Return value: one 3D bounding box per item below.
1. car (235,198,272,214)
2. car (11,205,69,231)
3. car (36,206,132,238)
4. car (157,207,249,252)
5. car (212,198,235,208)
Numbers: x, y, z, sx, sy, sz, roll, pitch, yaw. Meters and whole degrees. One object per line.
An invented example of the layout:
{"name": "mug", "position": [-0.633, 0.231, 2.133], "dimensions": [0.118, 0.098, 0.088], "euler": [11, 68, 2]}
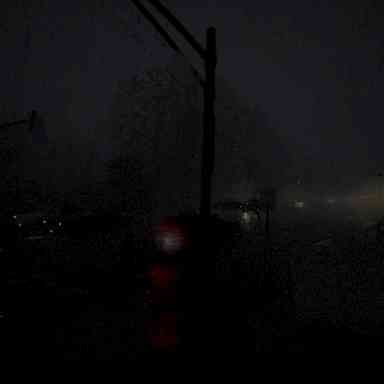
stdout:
{"name": "car", "position": [6.719, 1.399, 34.203], "dimensions": [1.837, 1.490, 4.892], "euler": [2, 2, 38]}
{"name": "car", "position": [-8.217, 1.507, 20.207], "dimensions": [1.895, 1.301, 4.718], "euler": [2, 2, 38]}
{"name": "car", "position": [-5.643, 1.609, 18.225], "dimensions": [1.895, 1.301, 4.718], "euler": [2, 2, 38]}
{"name": "car", "position": [0.506, 1.723, 15.390], "dimensions": [1.837, 1.490, 4.892], "euler": [2, 2, 38]}
{"name": "car", "position": [3.924, 1.358, 35.902], "dimensions": [1.994, 1.385, 4.181], "euler": [2, 2, 38]}
